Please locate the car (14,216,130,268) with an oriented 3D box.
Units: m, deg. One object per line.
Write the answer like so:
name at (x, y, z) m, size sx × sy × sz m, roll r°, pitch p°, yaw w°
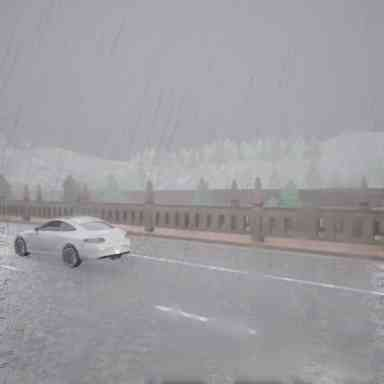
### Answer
car at (-4.096, 1.526, 11.217) m, size 4.674 × 1.442 × 1.812 m, roll 0°, pitch 0°, yaw 36°
